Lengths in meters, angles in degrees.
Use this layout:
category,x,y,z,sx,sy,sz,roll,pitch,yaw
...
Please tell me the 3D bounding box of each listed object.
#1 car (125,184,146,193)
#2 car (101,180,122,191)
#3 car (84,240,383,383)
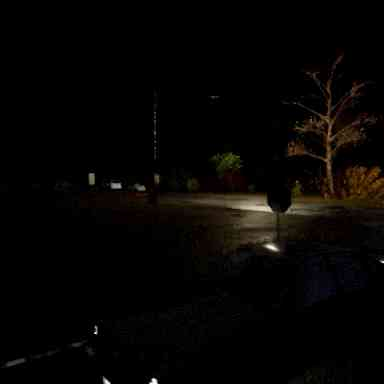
category,x,y,z,sx,sy,sz,roll,pitch,yaw
car,-9.117,-0.624,53.812,1.812,1.442,4.674,-1,3,-36
car,-15.012,-1.244,61.921,2.150,2.045,5.566,-1,2,-36
car,1.333,1.480,4.835,5.357,1.411,2.033,-1,1,-36
